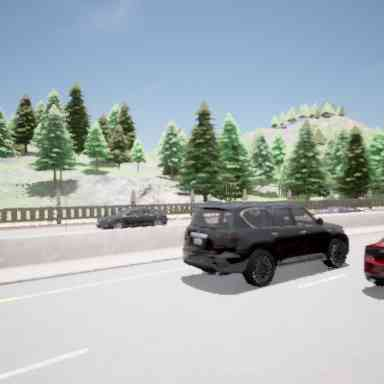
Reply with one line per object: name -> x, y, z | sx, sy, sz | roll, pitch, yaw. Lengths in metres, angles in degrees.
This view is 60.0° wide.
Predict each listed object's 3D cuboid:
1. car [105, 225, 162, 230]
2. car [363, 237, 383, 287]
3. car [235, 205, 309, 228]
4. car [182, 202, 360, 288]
car -> -3.997, 1.823, 22.605 | 4.892, 1.490, 1.837 | 0, -1, -34
car -> 6.263, 1.496, 8.240 | 5.008, 1.535, 1.882 | 0, -1, -35
car -> 6.007, 1.759, 24.748 | 5.357, 1.411, 2.033 | 0, -1, -29
car -> 2.340, 1.309, 9.825 | 5.566, 2.045, 2.150 | 0, -1, -36
